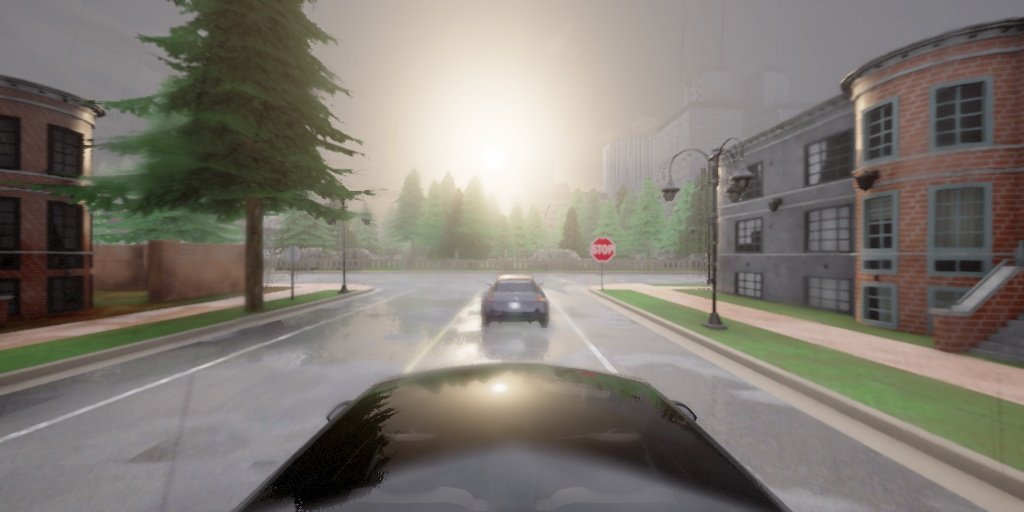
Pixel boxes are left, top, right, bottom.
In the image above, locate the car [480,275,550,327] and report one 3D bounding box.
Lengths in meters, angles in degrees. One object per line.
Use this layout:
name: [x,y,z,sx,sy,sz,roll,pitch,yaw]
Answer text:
car: [0.103,1.295,11.531,1.994,1.385,4.181,0,0,1]
